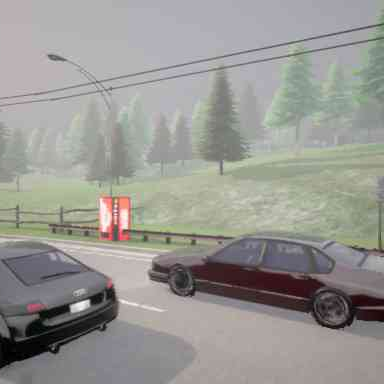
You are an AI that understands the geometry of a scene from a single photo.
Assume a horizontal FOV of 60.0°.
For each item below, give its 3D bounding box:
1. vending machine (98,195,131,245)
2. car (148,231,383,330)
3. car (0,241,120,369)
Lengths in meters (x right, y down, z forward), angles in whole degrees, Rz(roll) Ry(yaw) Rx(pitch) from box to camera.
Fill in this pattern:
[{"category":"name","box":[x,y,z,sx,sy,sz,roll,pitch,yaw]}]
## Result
[{"category":"vending machine","box":[-3.417,1.195,14.712,0.880,2.100,1.100,0,0,29]},{"category":"car","box":[1.636,1.547,6.876,5.357,1.411,2.033,0,0,33]},{"category":"car","box":[-3.255,1.565,5.710,4.181,1.385,1.994,0,0,32]}]
